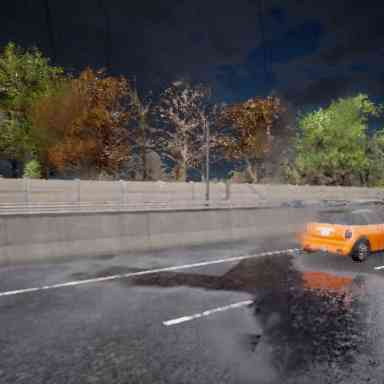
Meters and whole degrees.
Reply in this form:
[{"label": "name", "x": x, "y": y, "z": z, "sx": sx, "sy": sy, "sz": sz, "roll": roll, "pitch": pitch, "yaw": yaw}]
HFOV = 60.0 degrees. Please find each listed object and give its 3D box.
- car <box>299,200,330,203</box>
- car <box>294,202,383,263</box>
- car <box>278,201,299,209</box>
[{"label": "car", "x": 14.185, "y": 1.658, "z": 35.637, "sx": 4.902, "sy": 1.511, "sz": 2.128, "roll": 0, "pitch": 0, "yaw": -35}, {"label": "car", "x": 6.245, "y": 1.415, "z": 12.515, "sx": 4.553, "sy": 1.767, "sz": 2.097, "roll": 0, "pitch": 0, "yaw": -36}, {"label": "car", "x": 11.782, "y": 1.727, "z": 38.221, "sx": 4.181, "sy": 1.385, "sz": 1.994, "roll": 0, "pitch": 0, "yaw": -35}]
